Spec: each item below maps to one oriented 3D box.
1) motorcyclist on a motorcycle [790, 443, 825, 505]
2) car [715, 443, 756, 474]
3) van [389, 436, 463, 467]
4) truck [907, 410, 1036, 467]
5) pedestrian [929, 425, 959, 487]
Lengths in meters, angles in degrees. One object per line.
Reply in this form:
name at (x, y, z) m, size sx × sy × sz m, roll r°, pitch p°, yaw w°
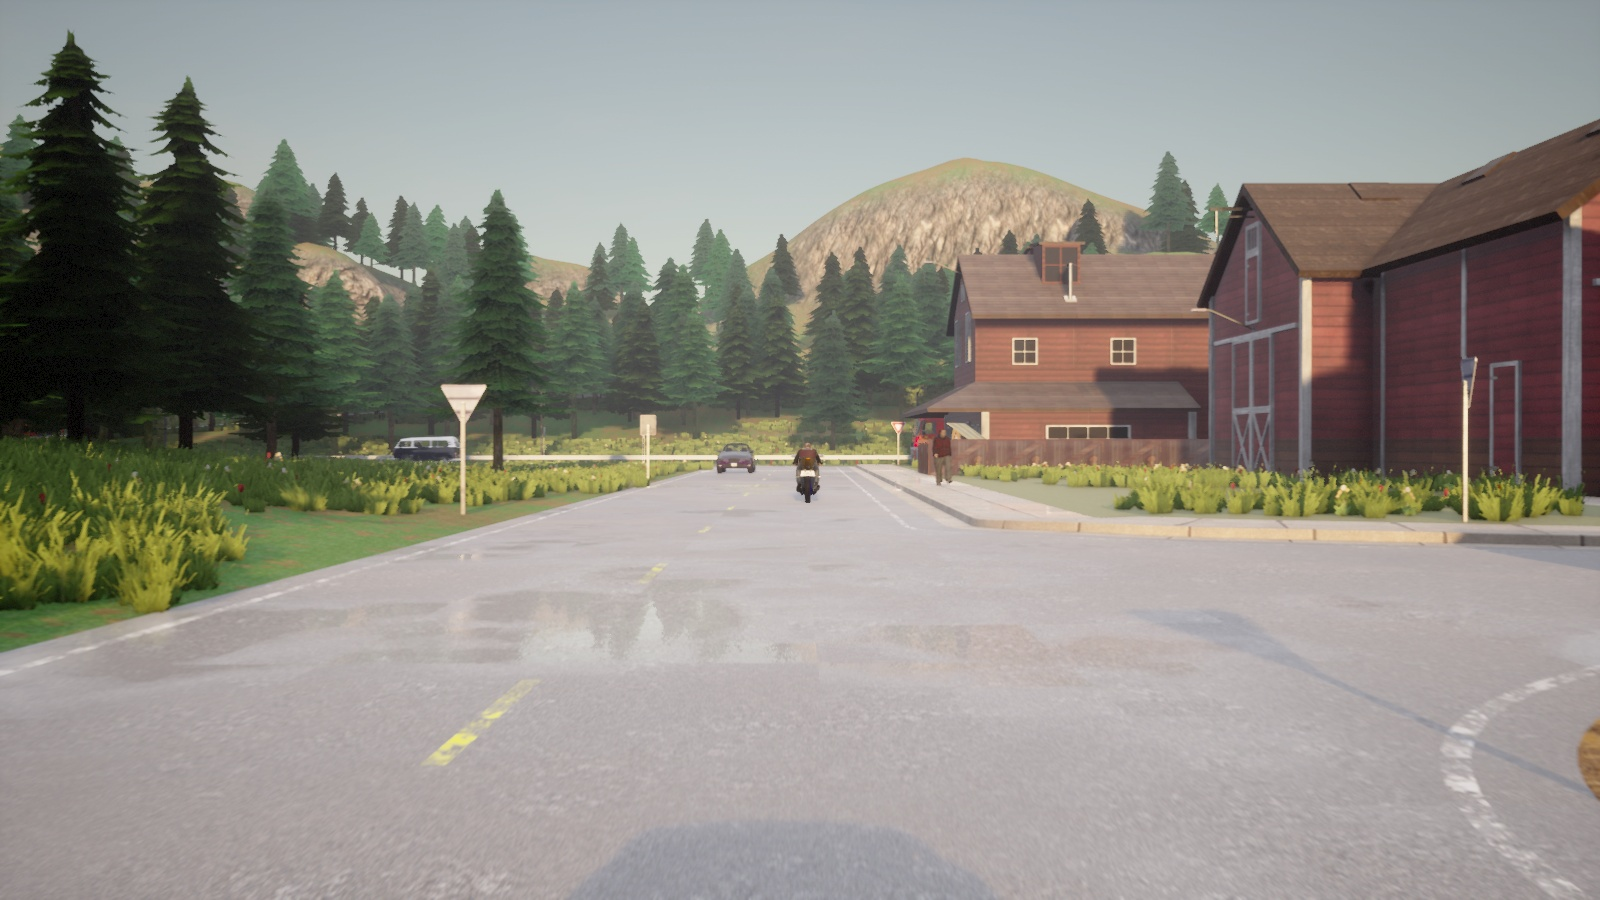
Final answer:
motorcyclist on a motorcycle at (0.197, 0.591, 32.093) m, size 0.866 × 1.530 × 2.191 m, roll 0°, pitch 0°, yaw 0°
car at (-3.136, 0.392, 61.692) m, size 1.816 × 1.474 × 4.193 m, roll 0°, pitch 0°, yaw 0°
van at (-25.653, 0.073, 86.199) m, size 4.480 × 2.038 × 2.069 m, roll -1°, pitch 0°, yaw 0°
truck at (11.666, -0.778, 86.034) m, size 8.468 × 3.827 × 2.891 m, roll 0°, pitch 0°, yaw 0°
pedestrian at (4.348, 0.180, 38.039) m, size 0.634 × 1.844 × 0.899 m, roll 0°, pitch 0°, yaw -12°
